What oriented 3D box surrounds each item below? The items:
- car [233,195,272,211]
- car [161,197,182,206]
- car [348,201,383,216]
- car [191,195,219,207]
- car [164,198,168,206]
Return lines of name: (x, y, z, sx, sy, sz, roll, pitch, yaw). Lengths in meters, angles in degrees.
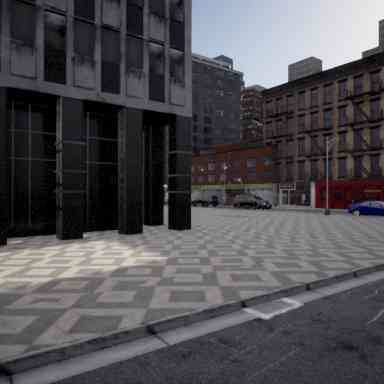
car: (7.832, 1.428, 43.616, 2.150, 2.045, 5.566, 0, 0, -36)
car: (-4.045, 1.842, 65.059, 1.837, 1.490, 4.892, 0, 0, -36)
car: (17.180, 1.576, 30.847, 1.882, 1.535, 5.008, 0, -1, -37)
car: (2.176, 1.520, 56.661, 2.150, 2.045, 5.566, 0, 0, -36)
car: (-3.017, 1.840, 58.582, 2.128, 1.511, 4.902, 0, 0, -36)
